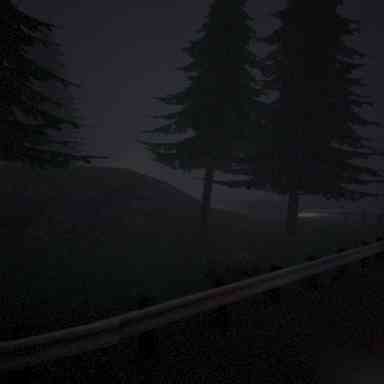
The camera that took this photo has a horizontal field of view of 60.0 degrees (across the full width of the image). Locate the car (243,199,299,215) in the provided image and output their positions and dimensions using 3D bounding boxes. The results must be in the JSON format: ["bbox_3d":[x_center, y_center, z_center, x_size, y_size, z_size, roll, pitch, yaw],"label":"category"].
[{"bbox_3d":[7.868,1.519,33.455,4.674,1.442,1.812,0,0,36],"label":"car"}]

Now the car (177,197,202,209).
[{"bbox_3d":[0.518,1.460,51.700,4.674,1.442,1.812,1,0,36],"label":"car"}]

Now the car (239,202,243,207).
[{"bbox_3d":[8.551,1.533,41.583,5.357,1.411,2.033,0,0,36],"label":"car"}]

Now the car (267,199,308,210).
[{"bbox_3d":[12.375,1.589,43.146,4.718,1.301,1.895,0,0,36],"label":"car"}]

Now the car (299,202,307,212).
[{"bbox_3d":[9.650,1.539,36.484,5.357,1.411,2.033,0,0,36],"label":"car"}]
